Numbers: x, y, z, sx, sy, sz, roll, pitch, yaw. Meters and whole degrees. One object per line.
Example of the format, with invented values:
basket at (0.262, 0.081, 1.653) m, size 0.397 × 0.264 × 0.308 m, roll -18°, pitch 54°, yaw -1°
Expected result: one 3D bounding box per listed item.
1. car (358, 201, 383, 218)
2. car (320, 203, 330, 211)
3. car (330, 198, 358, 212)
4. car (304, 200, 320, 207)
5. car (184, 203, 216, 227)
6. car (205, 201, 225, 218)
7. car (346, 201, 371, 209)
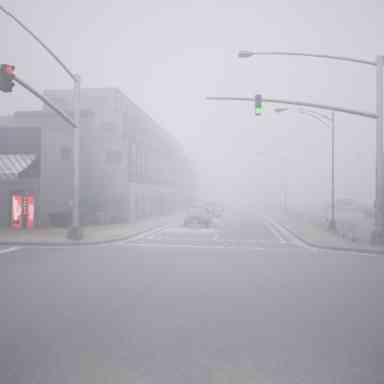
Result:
car at (19.512, 1.721, 32.433) m, size 5.027 × 1.636 × 2.152 m, roll 0°, pitch -1°, yaw 8°
car at (21.422, 1.861, 48.021) m, size 4.605 × 1.855 × 1.932 m, roll 0°, pitch -1°, yaw 8°
car at (21.401, 1.806, 45.087) m, size 3.866 × 1.878 × 1.905 m, roll 0°, pitch -1°, yaw 8°
car at (24.299, 2.373, 66.376) m, size 3.633 × 1.501 × 1.845 m, roll 0°, pitch -1°, yaw 8°
car at (0.556, 1.849, 25.775) m, size 1.812 × 1.442 × 4.674 m, roll 0°, pitch -1°, yaw 8°
car at (2.025, 1.801, 35.586) m, size 2.097 × 1.767 × 4.553 m, roll 0°, pitch -1°, yaw 9°
car at (31.198, 2.392, 62.332) m, size 3.806 × 1.475 × 1.970 m, roll 0°, pitch -1°, yaw 8°
